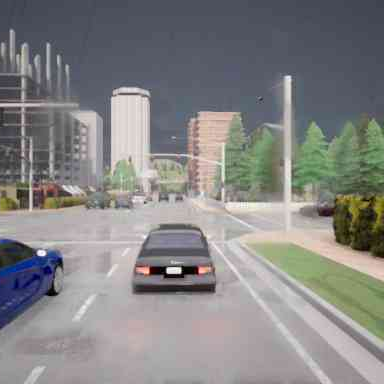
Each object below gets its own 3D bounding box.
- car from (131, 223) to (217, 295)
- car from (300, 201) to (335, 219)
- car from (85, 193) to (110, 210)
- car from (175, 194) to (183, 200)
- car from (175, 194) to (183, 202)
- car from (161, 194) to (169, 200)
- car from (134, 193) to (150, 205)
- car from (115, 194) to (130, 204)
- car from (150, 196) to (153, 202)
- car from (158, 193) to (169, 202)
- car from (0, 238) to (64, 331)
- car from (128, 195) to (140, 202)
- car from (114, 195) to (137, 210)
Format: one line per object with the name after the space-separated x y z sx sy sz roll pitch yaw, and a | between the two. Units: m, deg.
-0.421 1.544 8.858 2.033 1.411 5.357 0 0 -2 | car
11.740 1.468 28.231 5.008 1.535 1.882 0 0 -1 | car
-12.321 1.204 43.804 2.150 2.045 5.566 0 0 -1 | car
-3.277 1.295 84.907 1.837 1.490 4.892 0 0 -2 | car
-2.929 1.465 75.694 1.837 1.490 4.892 0 0 -2 | car
-6.774 1.320 84.775 1.812 1.442 4.674 0 0 -2 | car
-9.390 1.202 59.621 2.150 2.045 5.566 0 0 -2 | car
-12.971 1.328 62.245 2.097 1.767 4.553 0 0 -2 | car
-9.903 1.522 74.879 1.994 1.385 4.181 0 0 -2 | car
-6.414 1.190 75.241 2.150 2.045 5.566 0 0 -2 | car
-3.731 1.475 5.559 1.882 1.535 5.008 0 0 -3 | car
-13.506 1.498 77.531 2.033 1.411 5.357 0 0 -2 | car
-8.798 1.531 43.271 2.033 1.411 5.357 0 0 -2 | car
